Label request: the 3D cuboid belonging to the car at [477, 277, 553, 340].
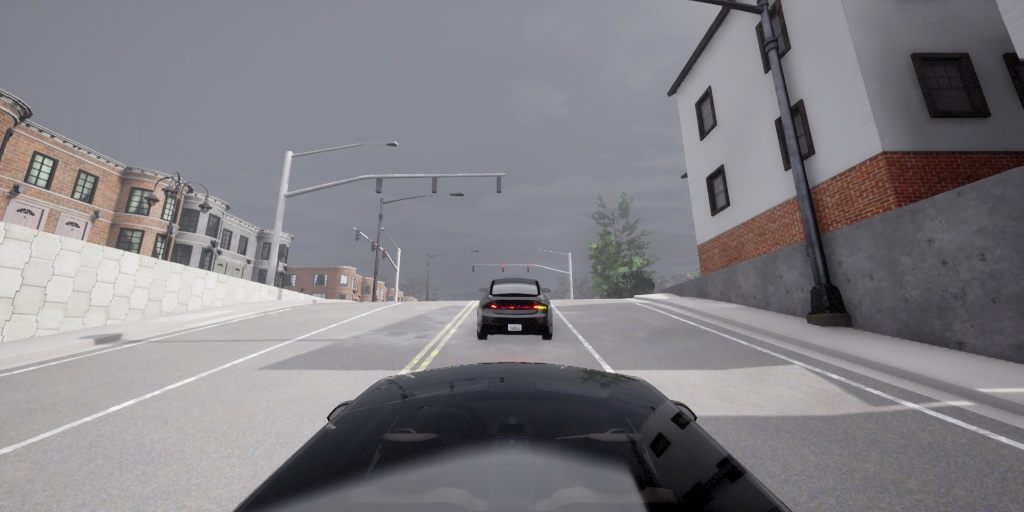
[{"bbox_3d":[0.079,1.351,10.332,1.837,1.490,4.892,0,0,0],"label":"car"}]
